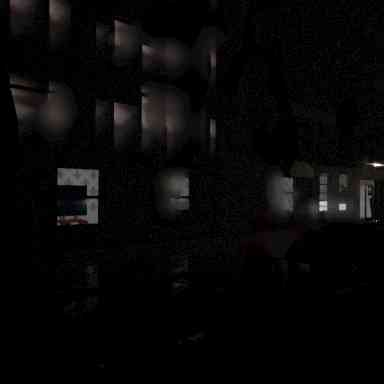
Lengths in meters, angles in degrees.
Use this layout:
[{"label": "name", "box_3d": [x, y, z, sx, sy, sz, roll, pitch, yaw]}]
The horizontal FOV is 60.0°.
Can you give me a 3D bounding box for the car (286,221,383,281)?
[{"label": "car", "box_3d": [4.689, 1.568, 9.896, 4.313, 1.339, 1.947, 0, 0, -35]}]
